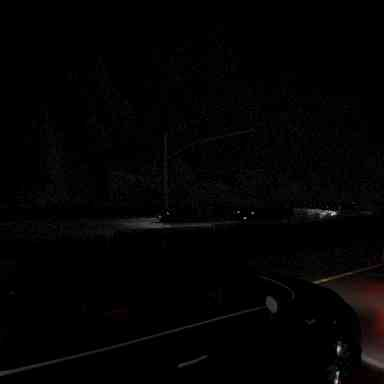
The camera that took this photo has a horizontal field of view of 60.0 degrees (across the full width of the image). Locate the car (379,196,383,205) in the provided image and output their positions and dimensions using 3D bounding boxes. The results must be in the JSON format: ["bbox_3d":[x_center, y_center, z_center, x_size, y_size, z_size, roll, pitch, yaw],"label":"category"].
[{"bbox_3d":[32.433,1.286,53.539,5.357,1.411,2.033,-1,0,-36],"label":"car"}]

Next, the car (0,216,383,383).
[{"bbox_3d":[-0.128,1.351,3.654,4.553,1.767,2.097,0,0,-36],"label":"car"}]

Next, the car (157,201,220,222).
[{"bbox_3d":[-0.425,1.507,25.285,4.674,1.442,1.812,0,0,-36],"label":"car"}]

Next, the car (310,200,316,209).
[{"bbox_3d":[17.019,1.358,42.339,4.892,1.490,1.837,0,0,-36],"label":"car"}]

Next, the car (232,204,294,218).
[{"bbox_3d":[5.610,1.567,25.351,4.718,1.301,1.895,0,0,-36],"label":"car"}]

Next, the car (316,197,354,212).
[{"bbox_3d":[16.468,1.437,37.604,4.181,1.385,1.994,0,0,-36],"label":"car"}]

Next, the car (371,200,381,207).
[{"bbox_3d":[22.266,1.393,37.503,5.357,1.411,2.033,0,0,-36],"label":"car"}]

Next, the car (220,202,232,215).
[{"bbox_3d":[1.689,1.566,31.155,4.718,1.301,1.895,0,0,-36],"label":"car"}]

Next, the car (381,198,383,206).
[{"bbox_3d":[20.815,1.420,32.111,5.357,1.411,2.033,0,0,-36],"label":"car"}]
